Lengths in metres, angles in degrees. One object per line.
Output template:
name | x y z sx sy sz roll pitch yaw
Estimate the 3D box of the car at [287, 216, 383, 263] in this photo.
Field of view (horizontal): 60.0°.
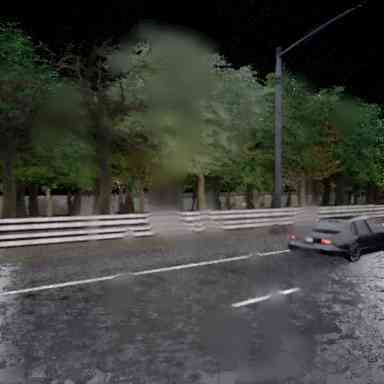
car | 5.816 1.596 12.185 5.357 1.411 2.033 0 0 -35
